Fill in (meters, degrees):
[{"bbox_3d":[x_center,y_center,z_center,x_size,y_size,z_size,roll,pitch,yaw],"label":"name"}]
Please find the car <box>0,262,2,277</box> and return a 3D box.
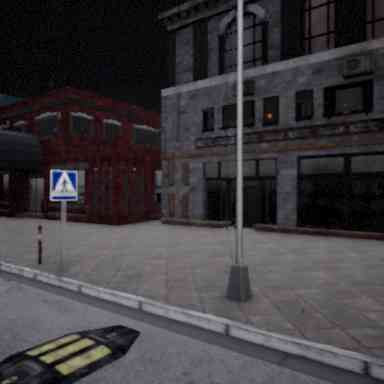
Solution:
[{"bbox_3d":[-6.827,1.384,8.428,4.553,1.767,2.097,0,0,36],"label":"car"}]
